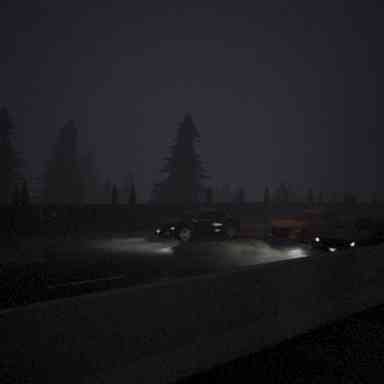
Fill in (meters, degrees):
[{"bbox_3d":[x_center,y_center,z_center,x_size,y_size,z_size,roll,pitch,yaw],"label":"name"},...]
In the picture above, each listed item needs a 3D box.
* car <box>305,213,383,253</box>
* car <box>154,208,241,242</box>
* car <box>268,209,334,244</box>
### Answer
[{"bbox_3d":[7.181,1.723,13.453,5.357,1.411,2.033,1,0,-36],"label":"car"},{"bbox_3d":[0.375,1.628,17.187,4.892,1.490,1.837,1,0,-36],"label":"car"},{"bbox_3d":[6.025,1.665,16.930,5.008,1.535,1.882,1,0,-36],"label":"car"}]
